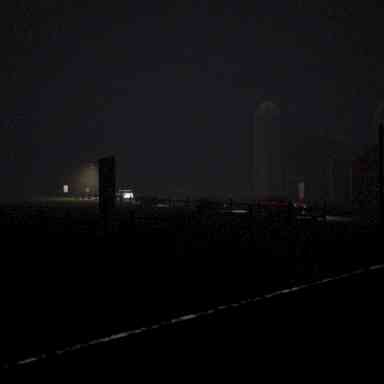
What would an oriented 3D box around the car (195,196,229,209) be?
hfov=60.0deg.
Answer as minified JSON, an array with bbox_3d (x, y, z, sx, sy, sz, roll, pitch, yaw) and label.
[{"bbox_3d":[2.318,1.216,39.082,2.128,1.511,4.902,-1,1,-36],"label":"car"}]

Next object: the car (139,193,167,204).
[{"bbox_3d":[-5.685,1.120,50.214,1.812,1.442,4.674,-1,1,-37],"label":"car"}]

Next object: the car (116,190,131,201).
[{"bbox_3d":[-13.645,0.621,66.063,2.150,2.045,5.566,-1,1,-36],"label":"car"}]

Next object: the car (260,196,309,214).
[{"bbox_3d":[8.404,1.174,30.649,2.097,1.767,4.553,-1,1,-36],"label":"car"}]

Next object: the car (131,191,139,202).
[{"bbox_3d":[-8.308,0.981,58.711,2.128,1.511,4.902,-1,1,-36],"label":"car"}]
